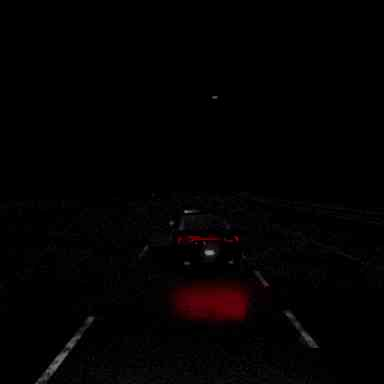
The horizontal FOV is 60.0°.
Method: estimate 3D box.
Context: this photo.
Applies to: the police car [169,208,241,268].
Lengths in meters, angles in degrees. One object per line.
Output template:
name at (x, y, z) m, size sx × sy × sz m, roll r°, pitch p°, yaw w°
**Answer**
police car at (0.280, 1.359, 11.139) m, size 1.930 × 1.638 × 5.238 m, roll 0°, pitch 0°, yaw -4°
